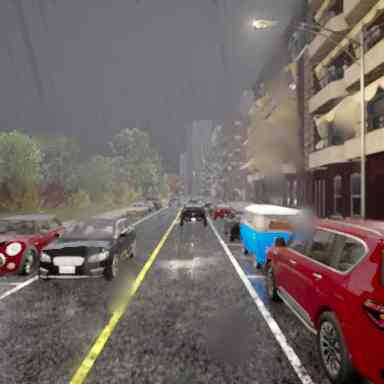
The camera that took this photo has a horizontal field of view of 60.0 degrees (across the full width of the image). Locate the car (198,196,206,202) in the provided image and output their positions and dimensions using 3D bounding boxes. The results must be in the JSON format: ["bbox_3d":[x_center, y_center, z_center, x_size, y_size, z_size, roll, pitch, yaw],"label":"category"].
[{"bbox_3d":[2.597,1.851,88.737,2.008,1.369,4.403,1,0,0],"label":"car"}]

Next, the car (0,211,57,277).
[{"bbox_3d":[-5.303,1.470,10.243,1.967,1.590,4.097,1,0,0],"label":"car"}]

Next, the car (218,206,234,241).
[{"bbox_3d":[2.578,1.614,16.616,1.947,1.339,4.313,1,0,0],"label":"car"}]

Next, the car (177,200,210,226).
[{"bbox_3d":[0.107,1.576,24.339,1.837,1.490,4.892,0,0,0],"label":"car"}]

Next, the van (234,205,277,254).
[{"bbox_3d":[2.578,1.373,10.956,1.690,1.788,3.998,1,0,0],"label":"van"}]

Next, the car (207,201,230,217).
[{"bbox_3d":[2.582,1.668,33.599,1.947,1.339,4.313,1,0,0],"label":"car"}]

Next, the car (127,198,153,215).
[{"bbox_3d":[-5.298,1.625,32.689,1.752,1.417,4.829,1,0,0],"label":"car"}]

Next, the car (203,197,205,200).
[{"bbox_3d":[2.585,1.706,44.921,1.947,1.339,4.313,1,0,0],"label":"car"}]

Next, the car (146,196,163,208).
[{"bbox_3d":[-5.293,1.453,44.167,2.192,1.841,5.009,1,0,0],"label":"car"}]

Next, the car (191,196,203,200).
[{"bbox_3d":[0.113,1.588,42.182,1.801,1.575,5.366,0,0,0],"label":"car"}]

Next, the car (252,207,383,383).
[{"bbox_3d":[2.577,1.330,5.295,2.192,1.841,5.009,1,0,0],"label":"car"}]

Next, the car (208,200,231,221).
[{"bbox_3d":[2.581,1.628,27.939,1.887,1.381,4.507,1,0,0],"label":"car"}]

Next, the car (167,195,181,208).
[{"bbox_3d":[-2.735,1.697,52.737,1.812,1.442,4.674,0,0,0],"label":"car"}]

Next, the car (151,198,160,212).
[{"bbox_3d":[-5.297,1.670,38.513,2.008,1.369,4.403,1,0,0],"label":"car"}]

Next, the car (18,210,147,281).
[{"bbox_3d":[-2.848,1.521,10.048,2.128,1.511,4.902,0,0,0],"label":"car"}]

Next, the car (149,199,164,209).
[{"bbox_3d":[-5.294,1.739,49.821,1.802,1.307,4.206,1,0,0],"label":"car"}]
